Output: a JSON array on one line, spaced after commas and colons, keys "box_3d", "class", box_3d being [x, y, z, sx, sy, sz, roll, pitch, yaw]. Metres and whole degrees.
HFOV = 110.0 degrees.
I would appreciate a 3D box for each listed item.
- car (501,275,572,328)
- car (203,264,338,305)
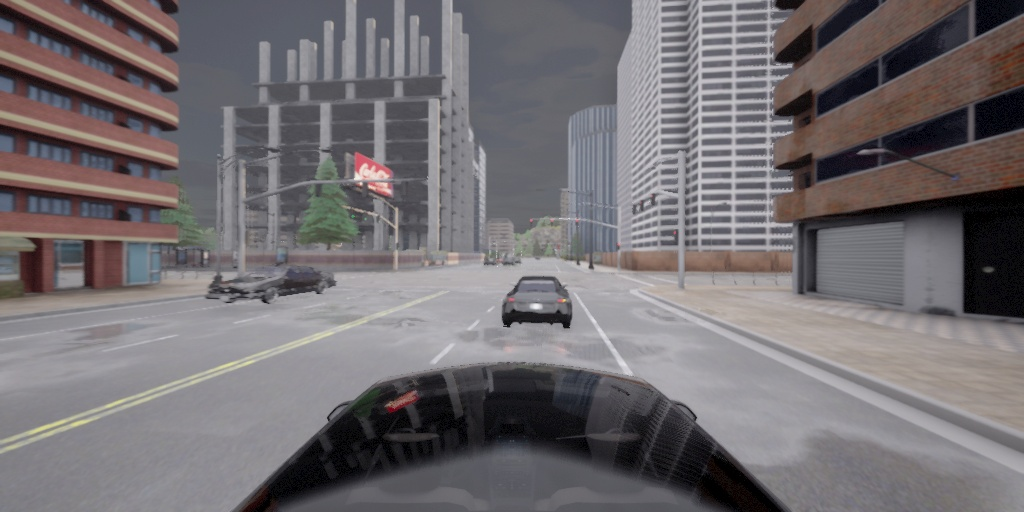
[{"box_3d": [0.844, 1.300, 11.428, 1.994, 1.385, 4.181, 0, 0, 6], "class": "car"}, {"box_3d": [-9.435, 1.055, 14.762, 2.033, 1.411, 5.357, 0, 0, 6], "class": "car"}]
